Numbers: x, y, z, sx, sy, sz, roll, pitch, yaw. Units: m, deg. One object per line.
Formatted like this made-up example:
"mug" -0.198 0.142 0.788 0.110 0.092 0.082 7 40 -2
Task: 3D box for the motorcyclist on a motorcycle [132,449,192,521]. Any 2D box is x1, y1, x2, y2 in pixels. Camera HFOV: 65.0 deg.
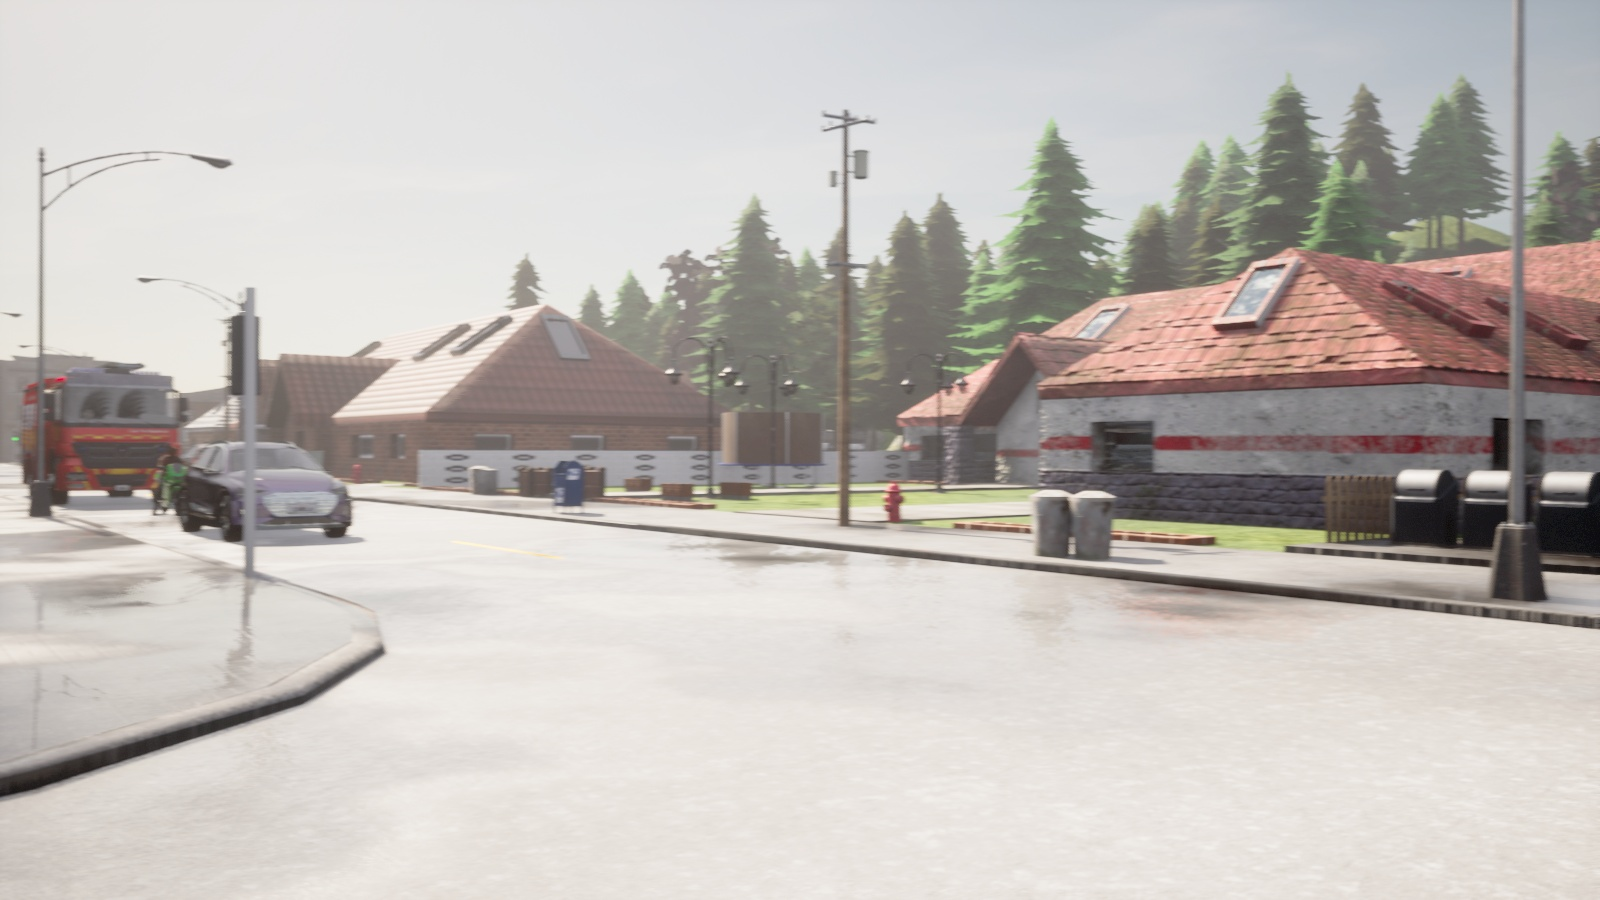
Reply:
"motorcyclist on a motorcycle" -13.990 0.731 27.504 0.797 1.523 2.044 0 0 -38

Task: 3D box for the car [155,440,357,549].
"car" -9.490 0.677 21.658 2.033 1.649 4.856 0 0 -38

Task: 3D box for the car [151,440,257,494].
"car" -19.791 0.530 41.569 2.152 1.651 5.027 0 0 -38

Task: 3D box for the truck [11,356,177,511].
"truck" -20.057 -0.413 35.366 2.891 3.827 8.468 0 0 -38
